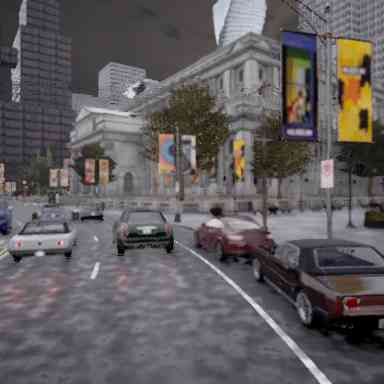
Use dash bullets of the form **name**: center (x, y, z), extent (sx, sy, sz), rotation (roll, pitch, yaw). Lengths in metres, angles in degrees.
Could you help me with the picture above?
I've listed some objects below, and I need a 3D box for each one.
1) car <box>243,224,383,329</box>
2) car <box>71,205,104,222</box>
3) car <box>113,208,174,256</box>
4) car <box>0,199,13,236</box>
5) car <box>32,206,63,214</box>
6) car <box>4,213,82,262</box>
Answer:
- **car**: center (2.653, 1.619, 7.014), extent (1.895, 1.301, 4.718), rotation (0, 0, -5)
- **car**: center (-9.253, 1.792, 29.181), extent (1.994, 1.385, 4.181), rotation (0, 0, -32)
- **car**: center (-2.193, 1.446, 13.988), extent (2.097, 1.767, 4.553), rotation (0, 0, -16)
- **car**: center (-11.795, 1.410, 19.429), extent (2.150, 2.045, 5.566), rotation (0, -1, -25)
- **car**: center (-11.069, 1.765, 25.540), extent (2.033, 1.411, 5.357), rotation (0, 0, -32)
- **car**: center (-5.463, 1.710, 12.796), extent (1.895, 1.301, 4.718), rotation (0, 0, -16)
